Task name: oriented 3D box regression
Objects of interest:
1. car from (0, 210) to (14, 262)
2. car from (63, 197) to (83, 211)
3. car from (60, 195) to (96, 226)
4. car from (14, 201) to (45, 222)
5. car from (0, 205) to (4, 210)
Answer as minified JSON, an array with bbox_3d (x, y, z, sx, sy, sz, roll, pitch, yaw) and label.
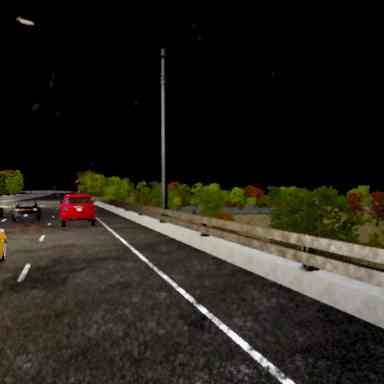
[{"bbox_3d":[-6.287,1.489,8.913,1.882,1.535,5.008,0,0,-21],"label":"car"},{"bbox_3d":[-14.739,1.449,41.170,2.128,1.511,4.902,0,0,-21],"label":"car"},{"bbox_3d":[-8.102,1.197,23.601,2.150,2.045,5.566,0,0,-21],"label":"car"},{"bbox_3d":[-12.846,1.487,26.274,2.128,1.511,4.902,0,0,-21],"label":"car"},{"bbox_3d":[-17.425,1.581,28.492,1.994,1.385,4.181,0,0,-21],"label":"car"}]
